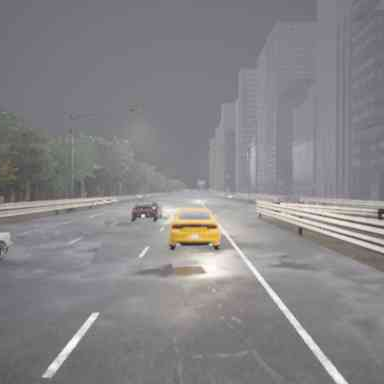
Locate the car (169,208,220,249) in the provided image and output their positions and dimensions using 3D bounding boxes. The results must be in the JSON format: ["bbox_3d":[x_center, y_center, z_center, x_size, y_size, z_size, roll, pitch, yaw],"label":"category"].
[{"bbox_3d":[0.095,1.417,14.214,1.882,1.535,5.008,0,0,0],"label":"car"}]

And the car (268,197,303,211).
[{"bbox_3d":[9.752,1.249,34.831,2.097,1.767,4.553,0,0,-13],"label":"car"}]

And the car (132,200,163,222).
[{"bbox_3d":[-3.405,1.398,25.642,1.837,1.490,4.892,0,0,0],"label":"car"}]

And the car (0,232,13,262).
[{"bbox_3d":[-6.904,1.562,8.955,1.895,1.301,4.718,0,0,0],"label":"car"}]
